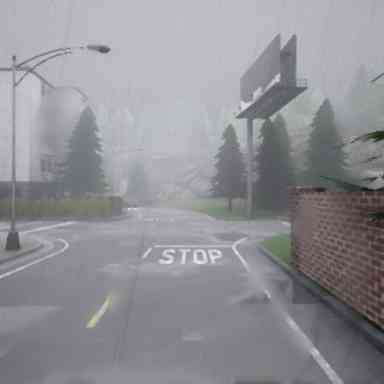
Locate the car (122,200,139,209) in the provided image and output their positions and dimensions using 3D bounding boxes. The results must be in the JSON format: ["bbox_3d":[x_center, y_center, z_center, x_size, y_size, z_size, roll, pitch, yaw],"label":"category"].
[{"bbox_3d":[-10.430,2.059,55.977,1.994,1.385,4.181,1,-1,-29],"label":"car"}]
